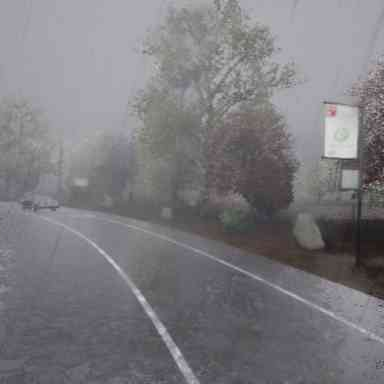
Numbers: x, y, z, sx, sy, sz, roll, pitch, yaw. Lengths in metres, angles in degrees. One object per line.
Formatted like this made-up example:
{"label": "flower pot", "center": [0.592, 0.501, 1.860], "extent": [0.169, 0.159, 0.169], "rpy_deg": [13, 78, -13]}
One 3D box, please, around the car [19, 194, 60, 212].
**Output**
{"label": "car", "center": [-13.012, 0.897, 28.217], "extent": [2.033, 1.411, 5.357], "rpy_deg": [-1, 2, -43]}
